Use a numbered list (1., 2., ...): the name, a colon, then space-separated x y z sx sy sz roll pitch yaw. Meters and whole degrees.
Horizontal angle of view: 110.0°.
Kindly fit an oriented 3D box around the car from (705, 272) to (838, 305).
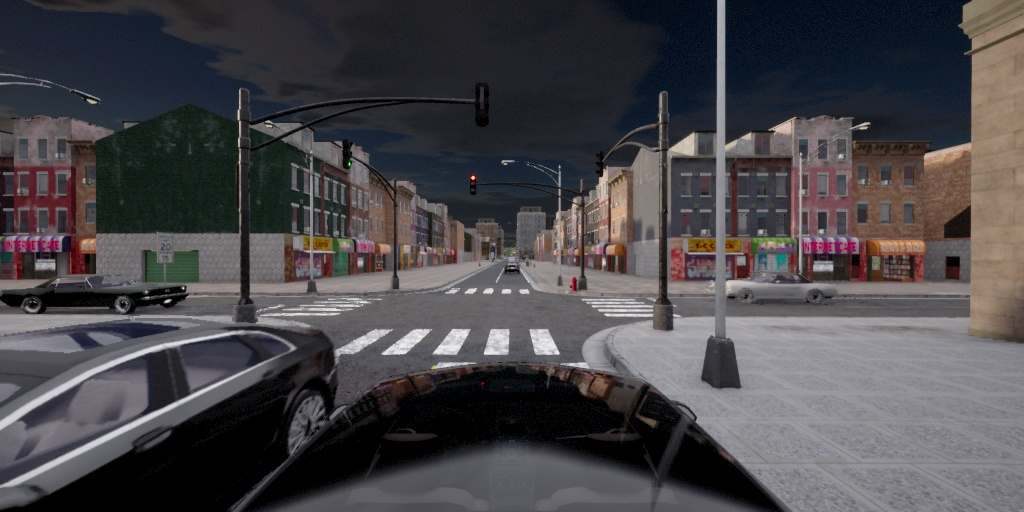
1. car: 11.260 1.383 15.815 4.718 1.301 1.895 0 0 0

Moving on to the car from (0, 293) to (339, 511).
1. car: -2.846 1.241 2.020 2.128 1.511 4.902 0 0 1

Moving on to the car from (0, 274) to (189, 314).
1. car: -14.635 1.312 12.851 4.718 1.301 1.895 0 0 -3

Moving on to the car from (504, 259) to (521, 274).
1. car: 0.022 1.313 40.639 1.948 1.339 4.313 0 0 0
